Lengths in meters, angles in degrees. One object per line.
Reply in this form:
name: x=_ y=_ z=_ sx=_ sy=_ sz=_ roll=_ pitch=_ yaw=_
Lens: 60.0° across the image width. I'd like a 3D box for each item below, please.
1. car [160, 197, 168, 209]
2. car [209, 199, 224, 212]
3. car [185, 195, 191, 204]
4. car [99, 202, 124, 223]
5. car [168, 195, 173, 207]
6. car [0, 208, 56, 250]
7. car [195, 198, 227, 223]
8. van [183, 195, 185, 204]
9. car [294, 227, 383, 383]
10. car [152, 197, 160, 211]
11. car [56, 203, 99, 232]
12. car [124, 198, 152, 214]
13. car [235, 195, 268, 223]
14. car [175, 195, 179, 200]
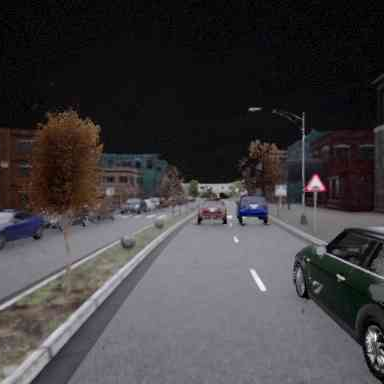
car: x=-5.253 y=1.542 z=47.588 sx=2.185 sy=1.767 sz=4.553 roll=0 pitch=0 yaw=5
car: x=3.187 y=1.674 z=42.828 sx=1.837 sy=1.490 sz=4.892 roll=0 pitch=-1 yaw=5
car: x=-2.233 y=1.748 z=80.516 sx=2.435 sy=2.045 sz=5.566 roll=0 pitch=-1 yaw=5
car: x=-7.273 y=1.511 z=25.569 sx=2.231 sy=1.521 sz=4.892 roll=0 pitch=0 yaw=5
car: x=-4.749 y=1.587 z=53.085 sx=2.185 sy=1.767 sz=4.553 roll=0 pitch=0 yaw=5
car: x=-8.164 y=1.516 z=14.537 sx=2.002 sy=1.452 sz=4.674 roll=0 pitch=0 yaw=4
car: x=1.613 y=1.375 z=25.653 sx=2.097 sy=1.767 sz=4.553 roll=1 pitch=-1 yaw=5
van: x=-3.250 y=1.642 z=69.432 sx=1.878 sy=1.987 sz=4.442 roll=0 pitch=-1 yaw=5
car: x=3.262 y=1.358 z=5.548 sx=2.097 sy=1.767 sz=4.553 roll=0 pitch=0 yaw=1
car: x=-5.772 y=1.667 z=41.934 sx=2.002 sy=1.452 sz=4.674 roll=0 pitch=0 yaw=5
car: x=-7.769 y=1.485 z=20.072 sx=2.231 sy=1.521 sz=4.892 roll=0 pitch=0 yaw=5
car: x=-6.274 y=1.461 z=36.465 sx=2.185 sy=1.767 sz=4.553 roll=0 pitch=0 yaw=5
car: x=4.616 y=1.255 z=26.113 sx=2.150 sy=2.045 sz=5.566 roll=0 pitch=-1 yaw=5
car: x=-3.744 y=1.813 z=64.055 sx=2.231 sy=1.521 sz=4.892 roll=0 pitch=-1 yaw=5
